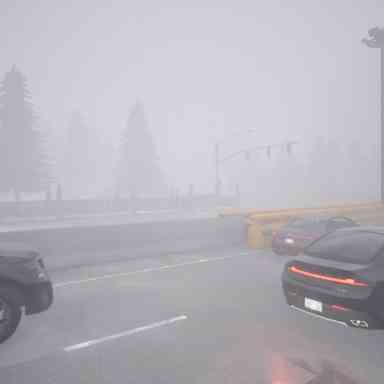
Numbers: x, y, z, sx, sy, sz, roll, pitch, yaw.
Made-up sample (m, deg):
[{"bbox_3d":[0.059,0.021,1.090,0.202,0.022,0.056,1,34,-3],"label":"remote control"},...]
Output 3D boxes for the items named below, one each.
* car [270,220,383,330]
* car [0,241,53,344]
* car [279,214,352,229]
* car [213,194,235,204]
[{"bbox_3d":[3.817,1.434,6.471,4.892,1.490,1.837,-1,1,-35],"label":"car"},{"bbox_3d":[-4.937,1.217,4.519,5.566,2.045,2.150,0,0,-36],"label":"car"},{"bbox_3d":[4.627,1.440,11.339,4.181,1.385,1.994,-1,1,-35],"label":"car"},{"bbox_3d":[4.738,1.023,50.124,2.128,1.511,4.902,-1,1,-35],"label":"car"}]
